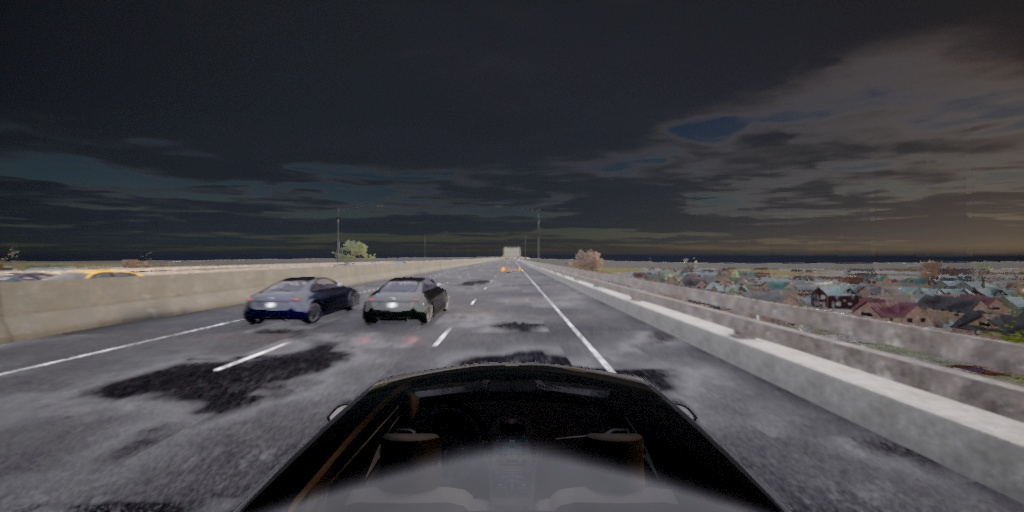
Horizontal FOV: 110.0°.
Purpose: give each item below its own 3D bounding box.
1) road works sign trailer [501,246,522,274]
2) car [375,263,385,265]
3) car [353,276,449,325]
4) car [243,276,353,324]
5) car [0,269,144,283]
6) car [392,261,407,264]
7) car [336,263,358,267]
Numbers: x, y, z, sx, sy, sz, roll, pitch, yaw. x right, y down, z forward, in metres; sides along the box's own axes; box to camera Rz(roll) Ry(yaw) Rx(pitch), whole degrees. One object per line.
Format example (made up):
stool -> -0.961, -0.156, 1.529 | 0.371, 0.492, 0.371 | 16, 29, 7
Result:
road works sign trailer -> -0.015, 0.485, 46.854 | 2.380, 3.560, 2.880 | 0, 0, 0
car -> -21.038, 1.674, 56.272 | 1.895, 1.301, 4.718 | 0, 0, 1
car -> -3.403, 1.381, 12.198 | 1.994, 1.385, 4.181 | 0, 0, 0
car -> -6.904, 1.381, 12.267 | 1.994, 1.385, 4.181 | 0, 0, 0
car -> -17.597, 1.311, 14.868 | 1.882, 1.535, 5.008 | 0, 0, 0
car -> -17.543, 1.548, 56.297 | 1.882, 1.535, 5.008 | 0, 0, 1
car -> -24.546, 1.663, 53.896 | 1.895, 1.301, 4.718 | 0, 0, 1
